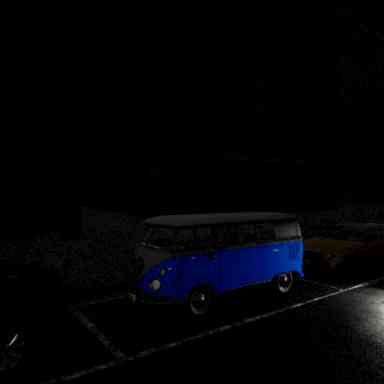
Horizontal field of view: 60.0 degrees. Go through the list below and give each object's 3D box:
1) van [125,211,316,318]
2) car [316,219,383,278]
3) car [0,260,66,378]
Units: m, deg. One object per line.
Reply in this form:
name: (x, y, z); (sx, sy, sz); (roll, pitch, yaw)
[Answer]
van: (0.646, 1.340, 7.116); (3.998, 1.788, 1.690); (0, 0, -36)
car: (4.933, 1.524, 10.177); (4.829, 1.417, 1.752); (0, 0, -36)
car: (-3.779, 1.566, 3.955); (4.313, 1.339, 1.947); (0, 0, -36)
